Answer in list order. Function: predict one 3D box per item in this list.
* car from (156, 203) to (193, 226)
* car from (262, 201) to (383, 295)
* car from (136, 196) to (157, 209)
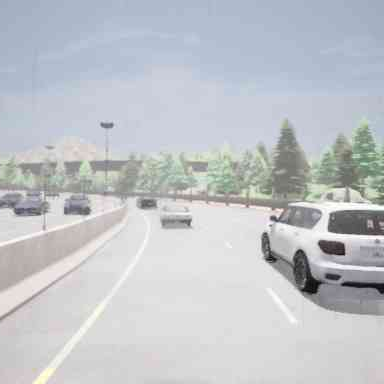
[{"bbox_3d":[-1.175,1.481,22.124,1.895,1.301,4.718,1,0,-8],"label":"car"},{"bbox_3d":[3.505,1.274,9.080,2.150,2.045,5.566,2,0,-1],"label":"car"},{"bbox_3d":[-5.467,1.178,39.661,1.882,1.535,5.008,2,0,-18],"label":"car"}]
